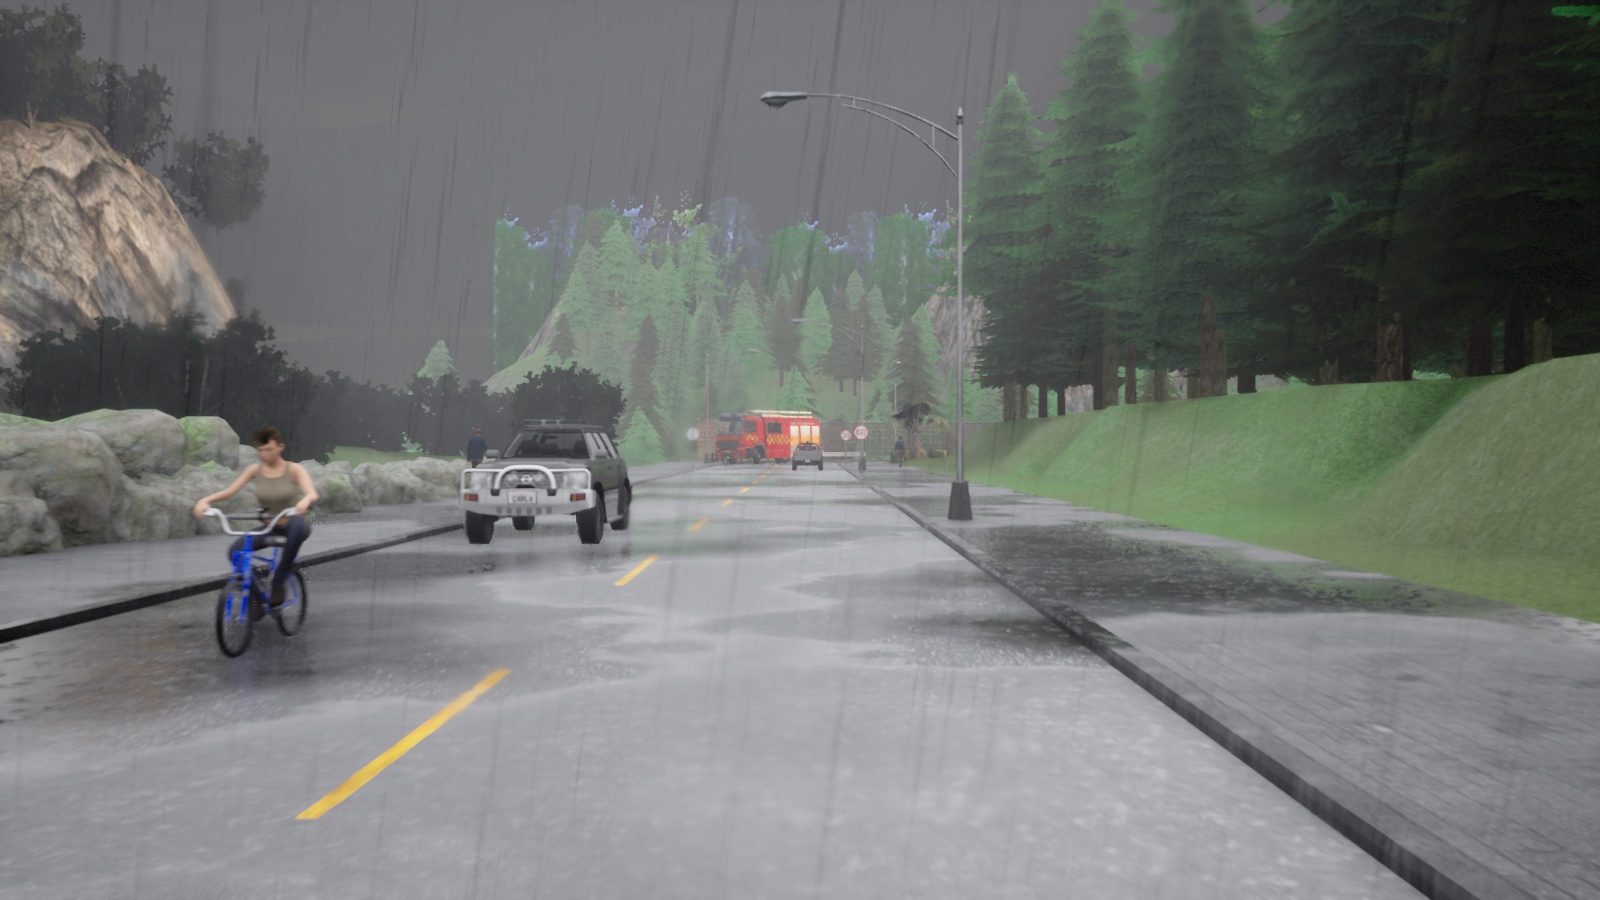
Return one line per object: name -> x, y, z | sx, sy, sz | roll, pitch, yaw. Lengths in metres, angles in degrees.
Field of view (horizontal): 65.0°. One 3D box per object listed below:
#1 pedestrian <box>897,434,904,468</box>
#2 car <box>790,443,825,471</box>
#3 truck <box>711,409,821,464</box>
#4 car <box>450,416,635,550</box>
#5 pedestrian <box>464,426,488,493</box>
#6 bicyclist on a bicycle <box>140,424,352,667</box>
pedestrian -> 5.685, 0.061, 70.942 | 0.423, 1.949, 0.788 | 0, 0, 4
car -> 0.415, 0.372, 69.054 | 1.845, 1.501, 3.633 | 0, 0, 0
truck -> -2.391, -0.934, 91.113 | 2.891, 3.827, 8.468 | 0, 0, 42
car -> -3.870, 0.449, 19.696 | 1.932, 1.855, 4.605 | 0, 0, 0
pedestrian -> -8.969, 0.253, 34.799 | 0.402, 1.842, 0.726 | 0, 0, 8
bicyclist on a bicycle -> -3.937, 0.629, 9.068 | 0.866, 1.612, 1.509 | 0, 0, 0
